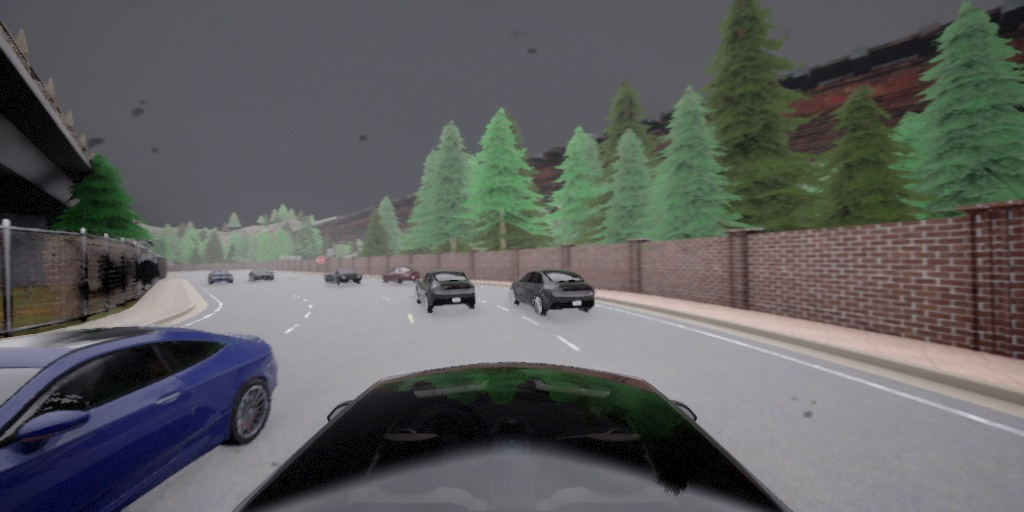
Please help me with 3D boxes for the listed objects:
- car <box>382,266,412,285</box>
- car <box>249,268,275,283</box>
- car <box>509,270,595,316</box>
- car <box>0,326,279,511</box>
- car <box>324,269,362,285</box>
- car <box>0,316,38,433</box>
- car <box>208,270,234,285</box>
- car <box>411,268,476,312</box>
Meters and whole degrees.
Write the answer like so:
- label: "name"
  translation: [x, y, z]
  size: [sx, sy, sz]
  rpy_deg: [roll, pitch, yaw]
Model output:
- label: "car"
  translation: [-9.361, 1.594, 30.339]
  size: [1.812, 1.442, 4.674]
  rpy_deg: [-1, 0, -41]
- label: "car"
  translation: [-27.590, 2.083, 39.470]
  size: [1.837, 1.490, 4.892]
  rpy_deg: [-1, -1, -43]
- label: "car"
  translation: [1.318, 1.249, 13.563]
  size: [1.837, 1.490, 4.892]
  rpy_deg: [-1, 0, -18]
- label: "car"
  translation: [-3.712, 1.377, 2.665]
  size: [1.812, 1.442, 4.674]
  rpy_deg: [-1, 0, -4]
- label: "car"
  translation: [-14.767, 1.815, 31.140]
  size: [1.895, 1.301, 4.718]
  rpy_deg: [-1, 0, -43]
- label: "car"
  translation: [-7.226, 1.509, 2.654]
  size: [1.994, 1.385, 4.181]
  rpy_deg: [-1, 0, -4]
- label: "car"
  translation: [-30.151, 2.187, 37.081]
  size: [2.033, 1.411, 5.357]
  rpy_deg: [-1, 0, -43]
- label: "car"
  translation: [-2.895, 1.364, 15.050]
  size: [1.837, 1.490, 4.892]
  rpy_deg: [-1, 0, -22]
